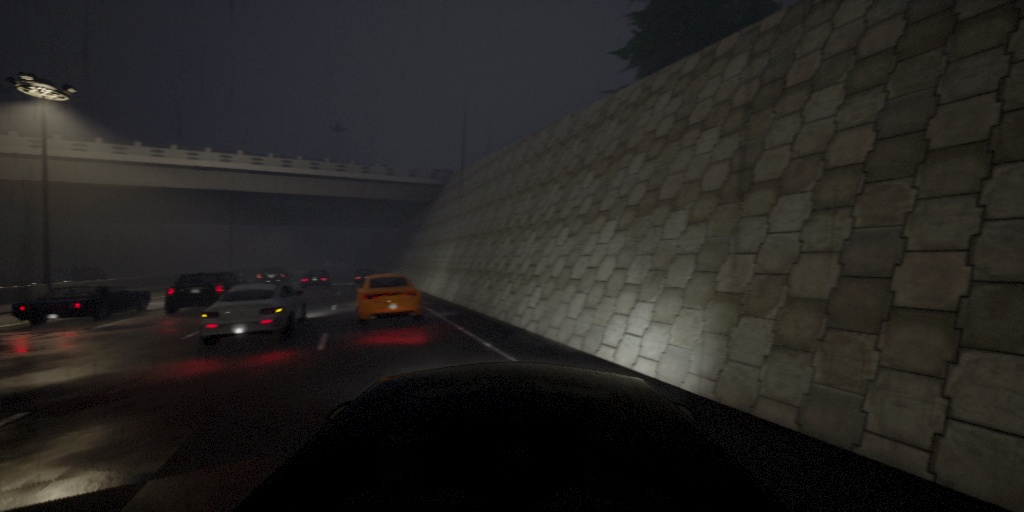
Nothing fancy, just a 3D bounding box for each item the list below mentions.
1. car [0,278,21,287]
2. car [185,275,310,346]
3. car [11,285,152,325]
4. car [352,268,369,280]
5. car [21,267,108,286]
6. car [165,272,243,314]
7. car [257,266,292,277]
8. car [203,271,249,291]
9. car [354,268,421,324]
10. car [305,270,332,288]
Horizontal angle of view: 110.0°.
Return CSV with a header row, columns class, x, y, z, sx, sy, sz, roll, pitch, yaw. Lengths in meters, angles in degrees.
class,x,y,z,sx,sy,sz,roll,pitch,yaw
car,-37.838,2.334,26.623,1.994,1.385,4.181,-1,0,-24
car,-7.207,1.488,10.336,1.812,1.442,4.674,-1,0,-24
car,-16.662,1.807,14.306,1.895,1.301,4.718,-1,0,-24
car,-12.061,1.715,29.538,2.033,1.411,5.357,-1,0,-24
car,-34.821,1.928,28.421,2.150,2.045,5.566,-1,0,-24
car,-13.900,1.504,16.672,2.097,1.767,4.553,-1,0,-24
car,-20.400,1.725,30.984,2.097,1.767,4.553,-1,0,-24
car,-23.788,2.014,29.994,1.994,1.385,4.181,-1,0,-24
car,-4.564,1.389,12.993,1.882,1.535,5.008,-1,0,-24
car,-15.257,1.785,28.113,2.033,1.411,5.357,-1,0,-24
